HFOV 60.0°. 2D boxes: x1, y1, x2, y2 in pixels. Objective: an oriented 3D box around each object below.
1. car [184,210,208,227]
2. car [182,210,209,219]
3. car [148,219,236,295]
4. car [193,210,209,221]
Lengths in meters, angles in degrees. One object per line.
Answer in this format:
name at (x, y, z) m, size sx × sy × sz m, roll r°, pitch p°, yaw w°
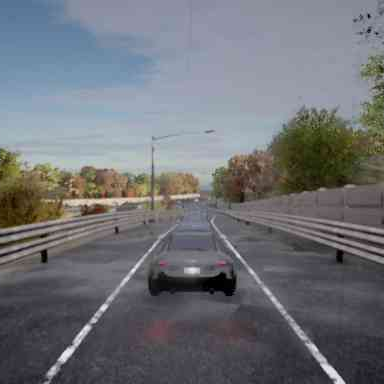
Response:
car at (0.423, 2.451, 32.059) m, size 2.128 × 1.511 × 4.902 m, roll 0°, pitch -3°, yaw 2°
car at (0.161, 1.861, 17.858) m, size 2.033 × 1.411 × 5.357 m, roll 0°, pitch -2°, yaw 1°
car at (0.006, 1.647, 8.948) m, size 1.994 × 1.385 × 4.181 m, roll 0°, pitch -1°, yaw 0°
car at (1.341, 3.284, 47.090) m, size 2.033 × 1.411 × 5.357 m, roll 0°, pitch -3°, yaw 4°
